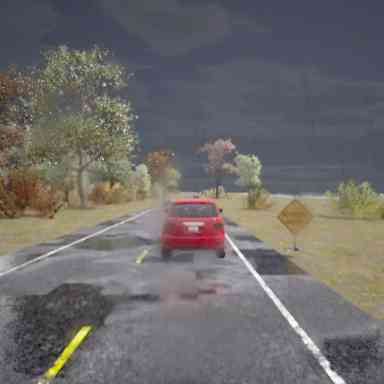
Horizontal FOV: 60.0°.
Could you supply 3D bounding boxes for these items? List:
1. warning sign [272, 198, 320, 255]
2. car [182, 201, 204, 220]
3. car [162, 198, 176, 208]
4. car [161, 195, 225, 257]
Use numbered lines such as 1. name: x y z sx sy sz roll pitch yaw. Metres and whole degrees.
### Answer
1. warning sign: 3.547 1.138 11.461 1.300 1.860 1.060 0 0 0
2. car: 0.080 1.583 30.117 1.812 1.442 4.674 0 0 0
3. car: -3.569 1.619 51.463 1.812 1.442 4.674 0 0 0
4. car: 0.067 1.250 13.172 2.150 2.045 5.566 0 0 0
